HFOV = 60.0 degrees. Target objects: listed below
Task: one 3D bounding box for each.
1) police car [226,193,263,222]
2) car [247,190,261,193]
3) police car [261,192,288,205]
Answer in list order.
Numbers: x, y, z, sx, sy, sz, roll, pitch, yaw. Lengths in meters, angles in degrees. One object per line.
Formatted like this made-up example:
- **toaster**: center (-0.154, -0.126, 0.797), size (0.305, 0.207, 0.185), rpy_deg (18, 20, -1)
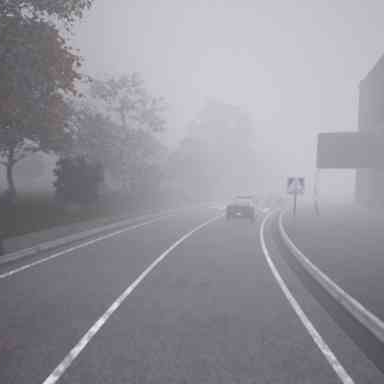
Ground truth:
- **police car**: center (3.700, 1.142, 23.787), size (1.930, 1.638, 5.238), rpy_deg (1, 2, 16)
- **car**: center (8.383, 0.536, 45.025), size (1.882, 1.535, 5.008), rpy_deg (3, 3, 29)
- **police car**: center (10.516, 0.776, 41.024), size (2.038, 1.542, 4.974), rpy_deg (3, 3, 27)
